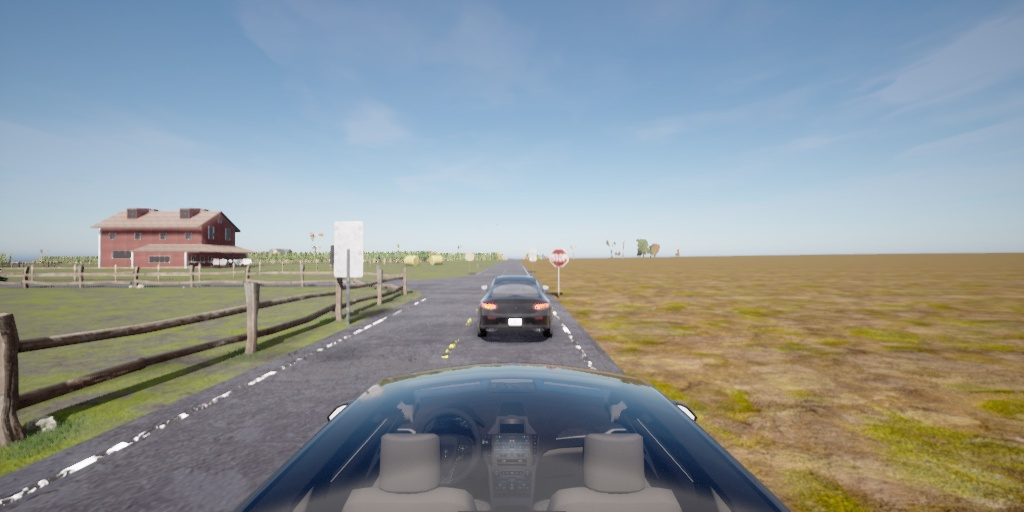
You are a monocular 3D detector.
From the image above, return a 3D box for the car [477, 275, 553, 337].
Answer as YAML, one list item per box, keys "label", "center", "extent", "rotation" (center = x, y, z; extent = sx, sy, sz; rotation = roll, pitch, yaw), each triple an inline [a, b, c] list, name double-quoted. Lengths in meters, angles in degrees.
- label: "car"
  center: [0.086, 1.268, 10.116]
  extent: [1.812, 1.442, 4.674]
  rotation: [0, 0, 0]

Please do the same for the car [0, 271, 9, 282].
- label: "car"
  center: [-39.595, 1.276, 25.844]
  extent: [4.553, 1.767, 2.097]
  rotation: [0, -1, 1]
